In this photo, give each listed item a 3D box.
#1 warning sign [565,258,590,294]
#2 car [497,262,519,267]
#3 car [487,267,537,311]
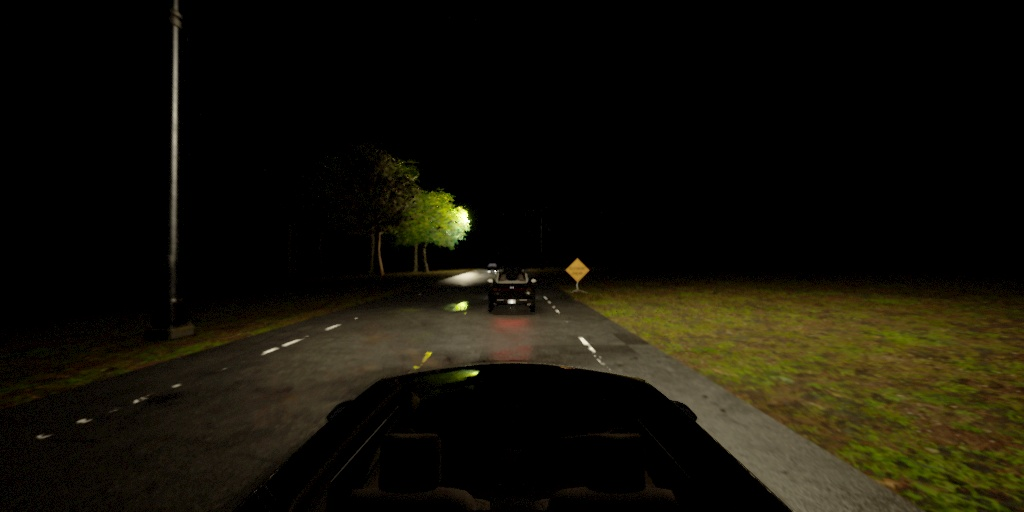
[{"bbox_3d":[3.535,1.048,19.366,1.300,1.860,1.060,0,0,0],"label":"warning sign"},{"bbox_3d":[-0.007,1.552,30.342,1.837,1.490,4.892,0,0,0],"label":"car"},{"bbox_3d":[0.006,1.398,15.338,1.837,1.490,4.892,0,0,0],"label":"car"}]
